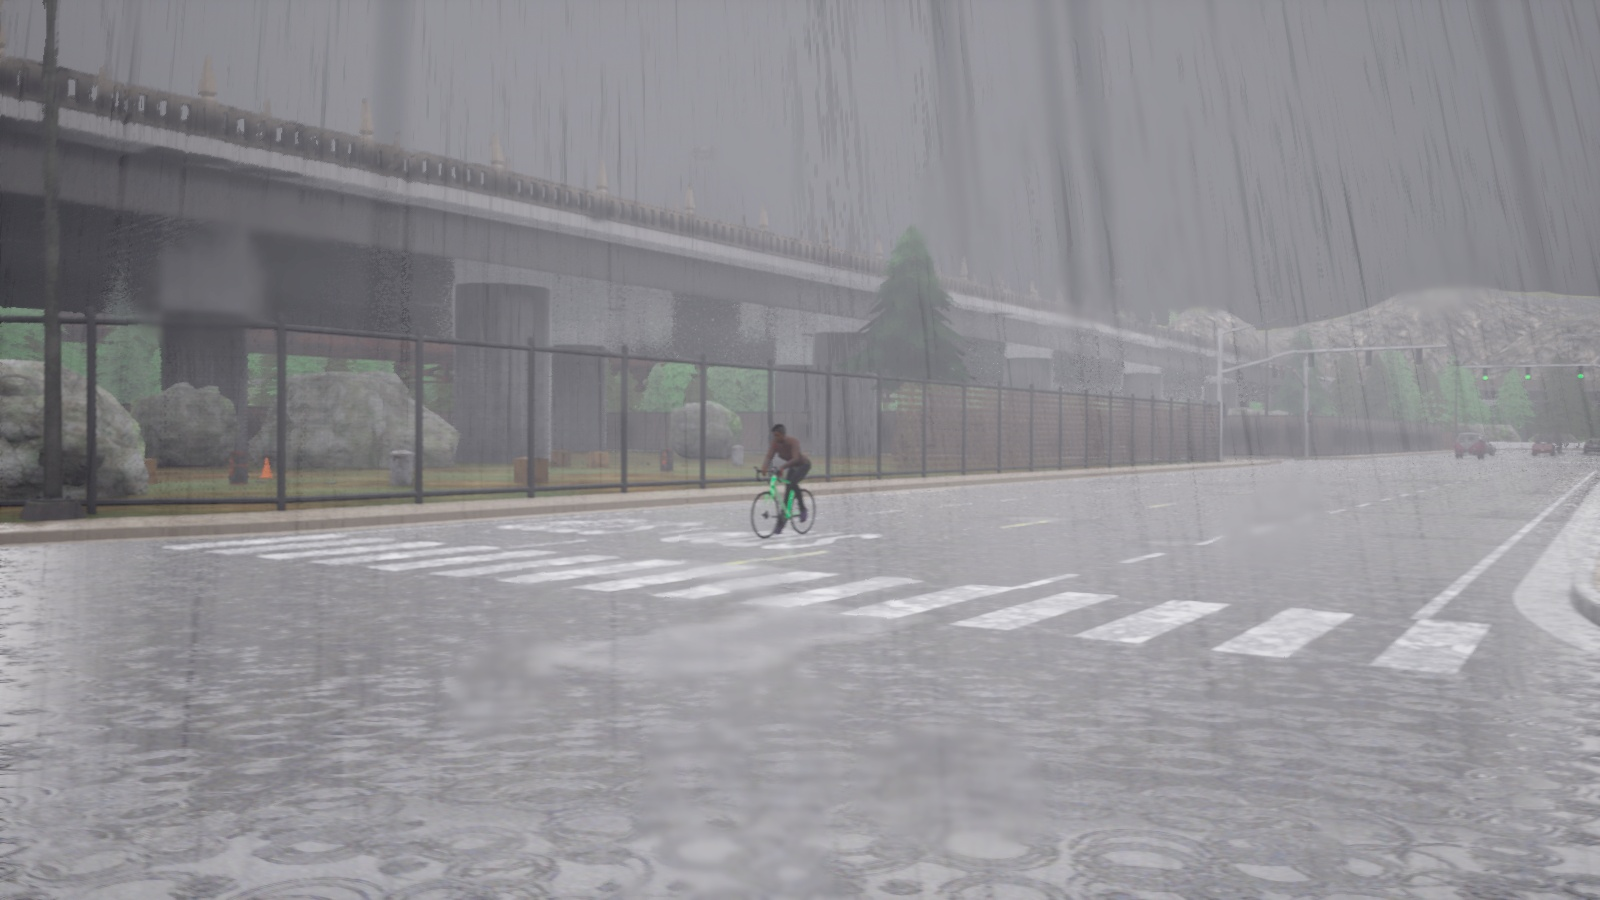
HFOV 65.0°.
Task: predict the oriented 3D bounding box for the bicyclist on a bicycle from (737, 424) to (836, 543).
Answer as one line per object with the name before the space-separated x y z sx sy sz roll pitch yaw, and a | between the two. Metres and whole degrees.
bicyclist on a bicycle | -0.176 0.449 18.100 0.582 1.620 1.656 0 1 33
